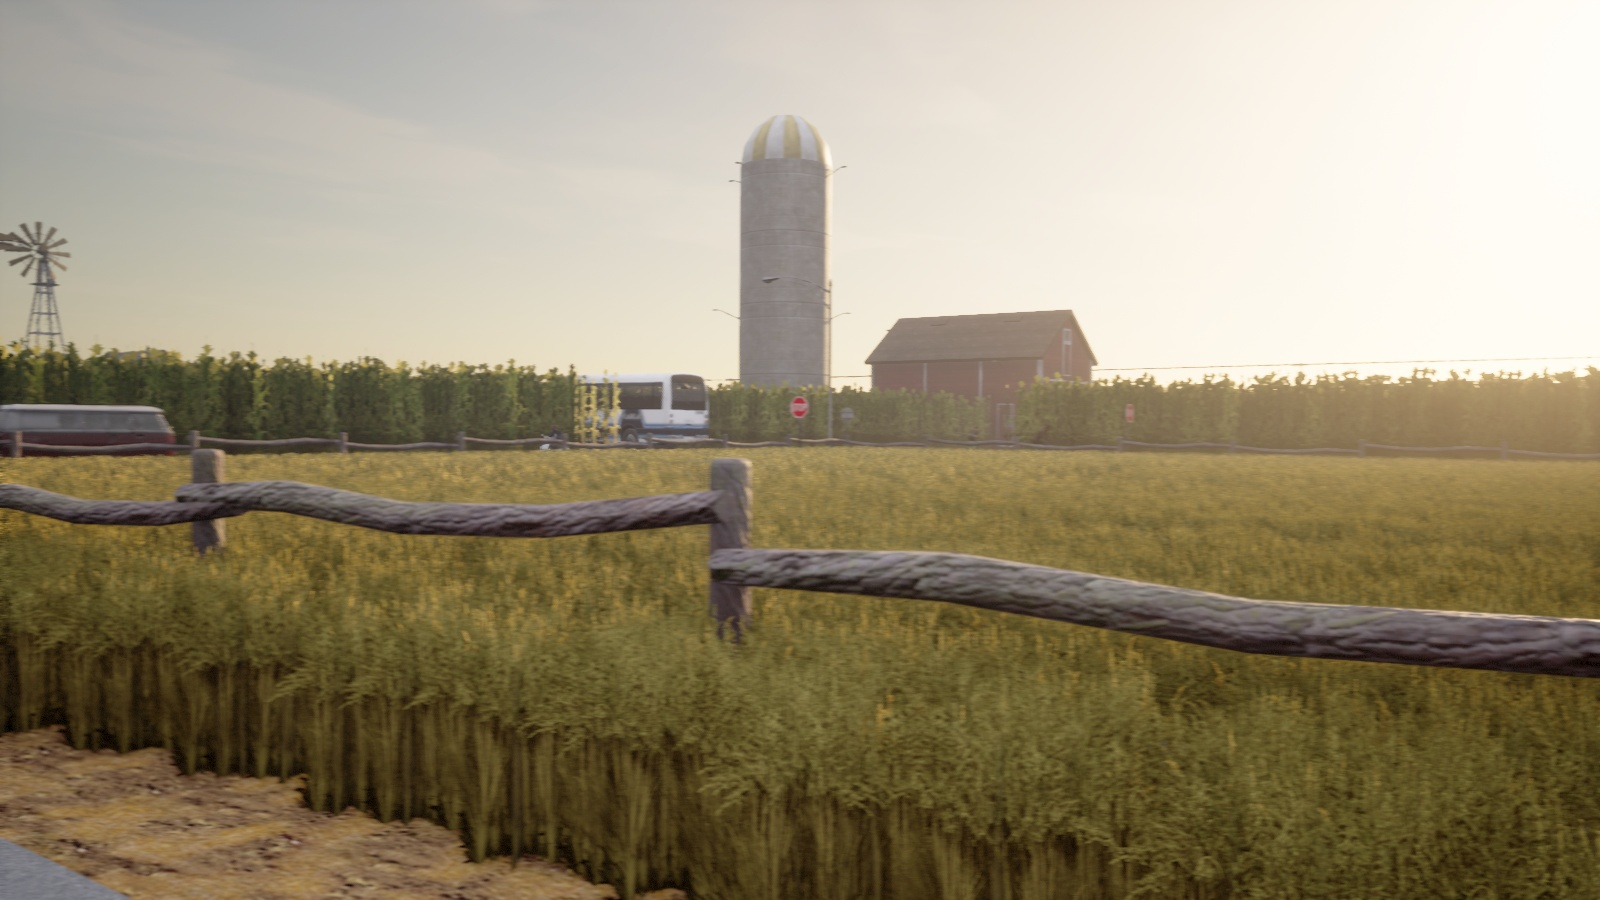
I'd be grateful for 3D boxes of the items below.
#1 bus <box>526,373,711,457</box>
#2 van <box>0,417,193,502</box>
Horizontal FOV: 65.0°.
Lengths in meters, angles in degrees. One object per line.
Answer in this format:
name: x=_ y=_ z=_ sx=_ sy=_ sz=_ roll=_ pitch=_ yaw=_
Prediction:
bus: x=-10.049 y=-1.849 z=68.724 sx=10.273 sy=4.253 sz=3.944 roll=0 pitch=1 yaw=37
van: x=-17.937 y=0.179 z=31.612 sx=1.775 sy=1.987 sz=4.442 roll=0 pitch=1 yaw=37
